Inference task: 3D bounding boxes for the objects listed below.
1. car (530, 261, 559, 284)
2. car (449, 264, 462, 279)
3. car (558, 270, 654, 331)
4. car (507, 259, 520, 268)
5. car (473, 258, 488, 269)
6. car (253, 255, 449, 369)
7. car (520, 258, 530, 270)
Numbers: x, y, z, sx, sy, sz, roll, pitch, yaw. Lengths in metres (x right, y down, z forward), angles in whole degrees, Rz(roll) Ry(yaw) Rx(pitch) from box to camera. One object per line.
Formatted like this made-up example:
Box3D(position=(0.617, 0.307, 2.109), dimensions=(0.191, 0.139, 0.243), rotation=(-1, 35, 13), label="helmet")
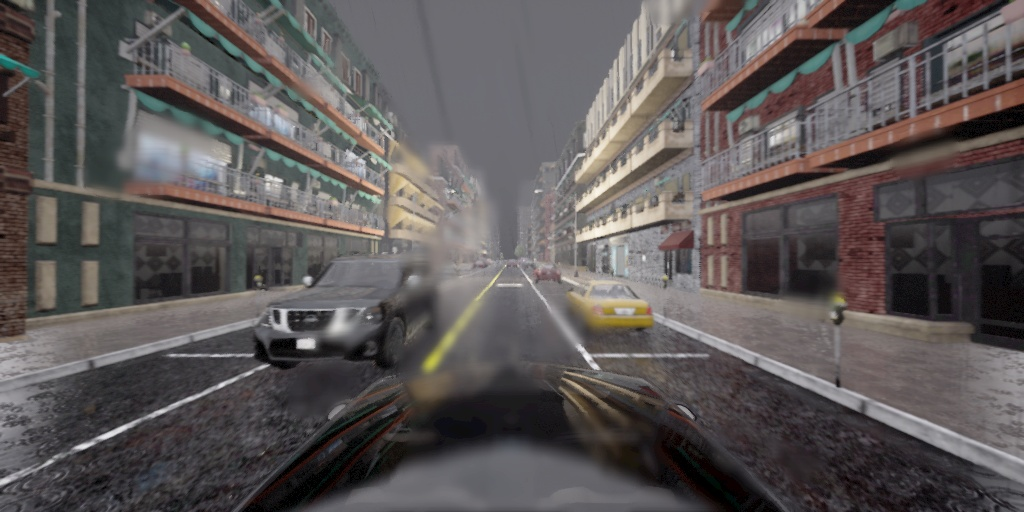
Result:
Box3D(position=(2.679, 1.235, 27.692), dimensions=(1.967, 1.591, 4.097), rotation=(0, 0, 0), label="car")
Box3D(position=(-5.703, 1.374, 33.354), dimensions=(1.948, 1.339, 4.313), rotation=(0, 0, 0), label="car")
Box3D(position=(2.686, 1.288, 10.870), dimensions=(1.751, 1.417, 4.829), rotation=(0, 0, 0), label="car")
Box3D(position=(-0.026, 1.501, 65.306), dimensions=(1.895, 1.301, 4.718), rotation=(0, 0, 0), label="car")
Box3D(position=(-5.714, 1.433, 61.676), dimensions=(1.888, 1.381, 4.507), rotation=(0, 0, 0), label="car")
Box3D(position=(-3.094, 0.980, 8.176), dimensions=(2.150, 2.045, 5.566), rotation=(0, 0, 0), label="car")
Box3D(position=(2.669, 1.421, 56.014), dimensions=(2.007, 1.370, 4.403), rotation=(0, 0, 0), label="car")
